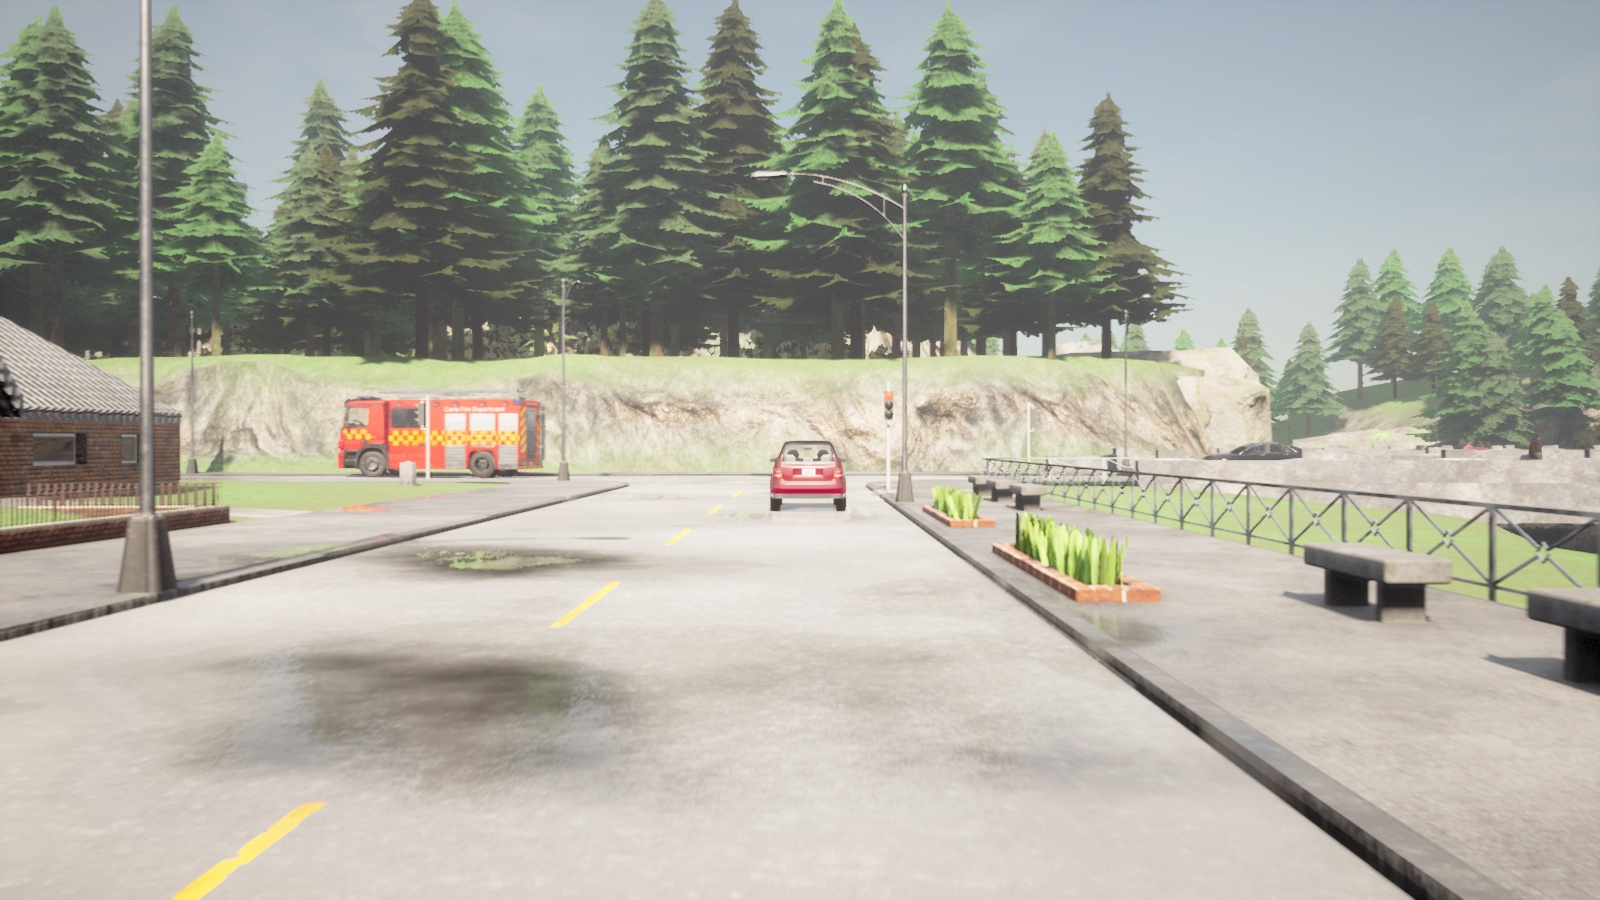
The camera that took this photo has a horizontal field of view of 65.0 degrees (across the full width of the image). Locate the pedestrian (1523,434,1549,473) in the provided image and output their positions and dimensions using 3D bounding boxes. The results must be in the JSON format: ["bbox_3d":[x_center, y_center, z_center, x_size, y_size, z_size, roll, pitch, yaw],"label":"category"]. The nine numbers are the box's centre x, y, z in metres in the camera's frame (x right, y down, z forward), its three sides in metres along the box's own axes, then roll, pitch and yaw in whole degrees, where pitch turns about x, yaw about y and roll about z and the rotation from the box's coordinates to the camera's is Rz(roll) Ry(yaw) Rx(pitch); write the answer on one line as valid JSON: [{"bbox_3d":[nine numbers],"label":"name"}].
[{"bbox_3d":[34.829,0.149,59.429,0.899,1.844,0.634,0,0,3],"label":"pedestrian"}]

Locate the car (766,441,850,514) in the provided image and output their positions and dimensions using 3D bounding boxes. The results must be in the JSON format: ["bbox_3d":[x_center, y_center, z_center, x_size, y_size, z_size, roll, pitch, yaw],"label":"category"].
[{"bbox_3d":[0.180,0.565,28.488,1.789,1.549,3.705,0,0,0],"label":"car"}]

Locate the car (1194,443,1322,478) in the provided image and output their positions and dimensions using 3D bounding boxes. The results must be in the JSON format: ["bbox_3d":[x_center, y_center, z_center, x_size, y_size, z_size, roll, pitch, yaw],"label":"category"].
[{"bbox_3d":[19.876,0.460,54.598,4.892,1.490,1.837,0,0,0],"label":"car"}]

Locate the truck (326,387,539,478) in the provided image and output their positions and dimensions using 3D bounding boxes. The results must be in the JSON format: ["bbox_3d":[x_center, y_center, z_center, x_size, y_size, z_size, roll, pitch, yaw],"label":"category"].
[{"bbox_3d":[-15.933,-0.739,54.700,8.468,3.827,2.891,0,0,9],"label":"truck"}]
